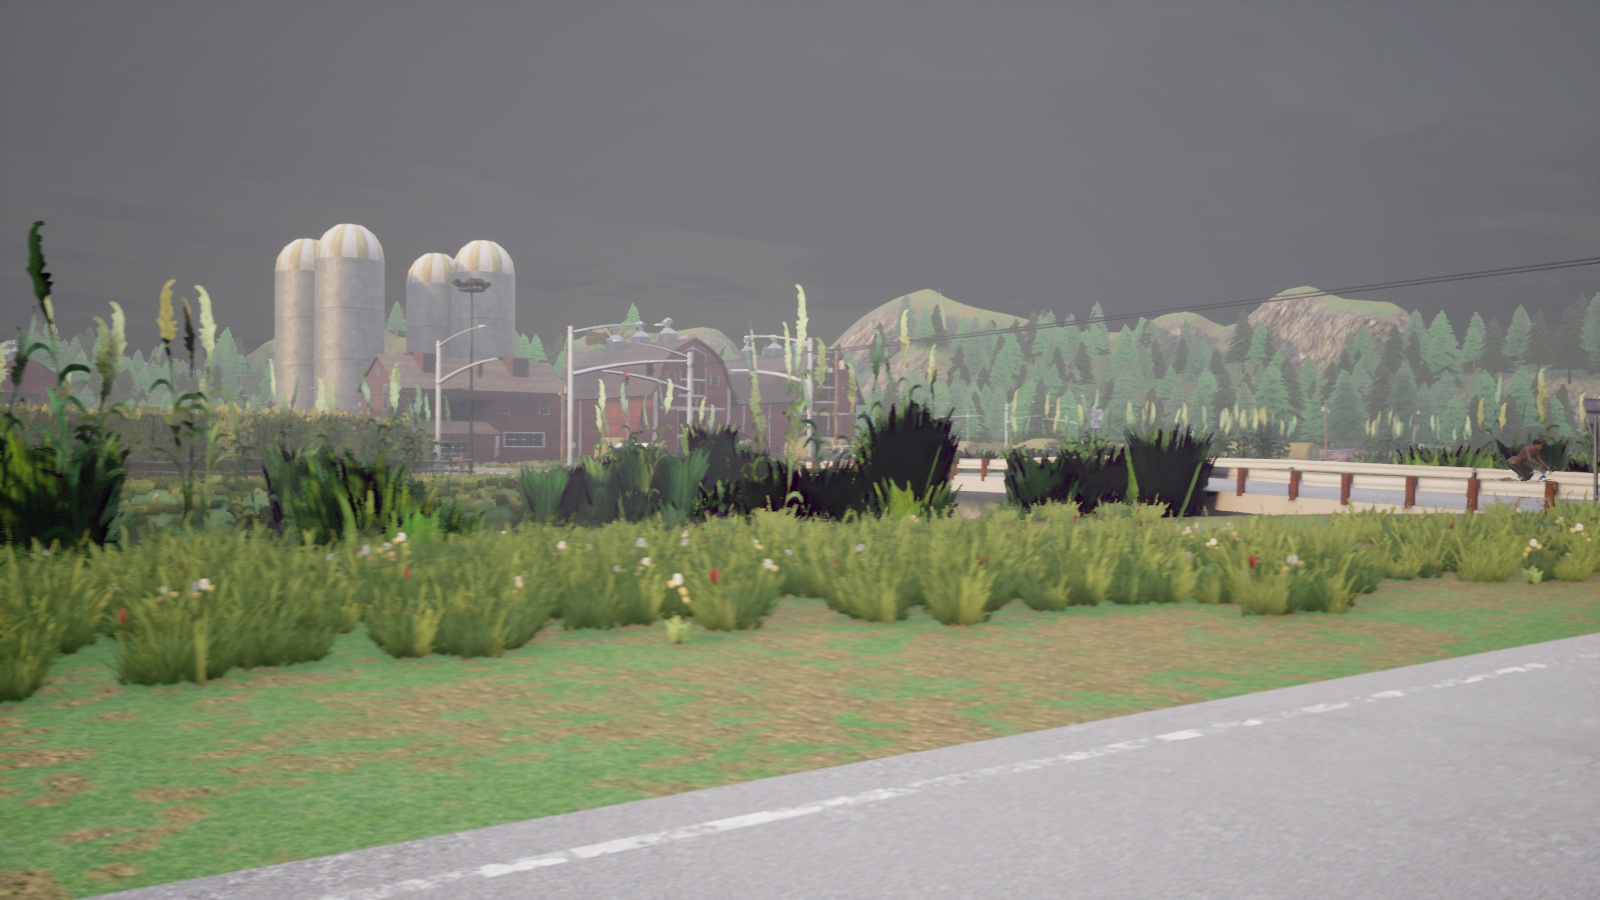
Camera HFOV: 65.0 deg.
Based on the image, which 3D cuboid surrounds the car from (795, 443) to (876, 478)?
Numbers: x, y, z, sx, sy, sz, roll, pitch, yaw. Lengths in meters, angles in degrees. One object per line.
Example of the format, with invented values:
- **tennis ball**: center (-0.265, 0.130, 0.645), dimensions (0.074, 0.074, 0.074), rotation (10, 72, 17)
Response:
- **car**: center (1.668, 0.502, 59.863), dimensions (1.970, 1.475, 3.806), rotation (0, -3, -34)

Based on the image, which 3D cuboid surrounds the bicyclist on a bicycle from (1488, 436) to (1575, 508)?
- **bicyclist on a bicycle**: center (17.258, 0.488, 29.670), dimensions (0.582, 1.620, 1.656), rotation (0, 2, -33)
